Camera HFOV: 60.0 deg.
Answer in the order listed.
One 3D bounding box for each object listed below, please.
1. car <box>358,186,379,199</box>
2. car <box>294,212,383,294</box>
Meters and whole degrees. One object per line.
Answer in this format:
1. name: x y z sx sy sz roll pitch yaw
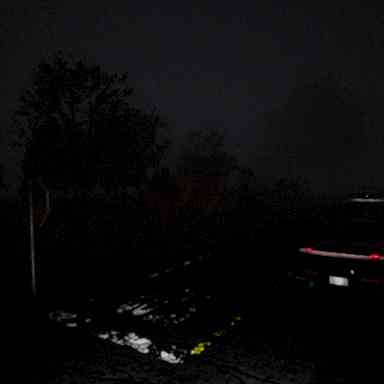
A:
1. car: 20.627 -0.013 38.665 2.033 1.411 5.357 1 2 33
2. car: 3.795 1.207 7.647 2.128 1.511 4.902 1 2 33
